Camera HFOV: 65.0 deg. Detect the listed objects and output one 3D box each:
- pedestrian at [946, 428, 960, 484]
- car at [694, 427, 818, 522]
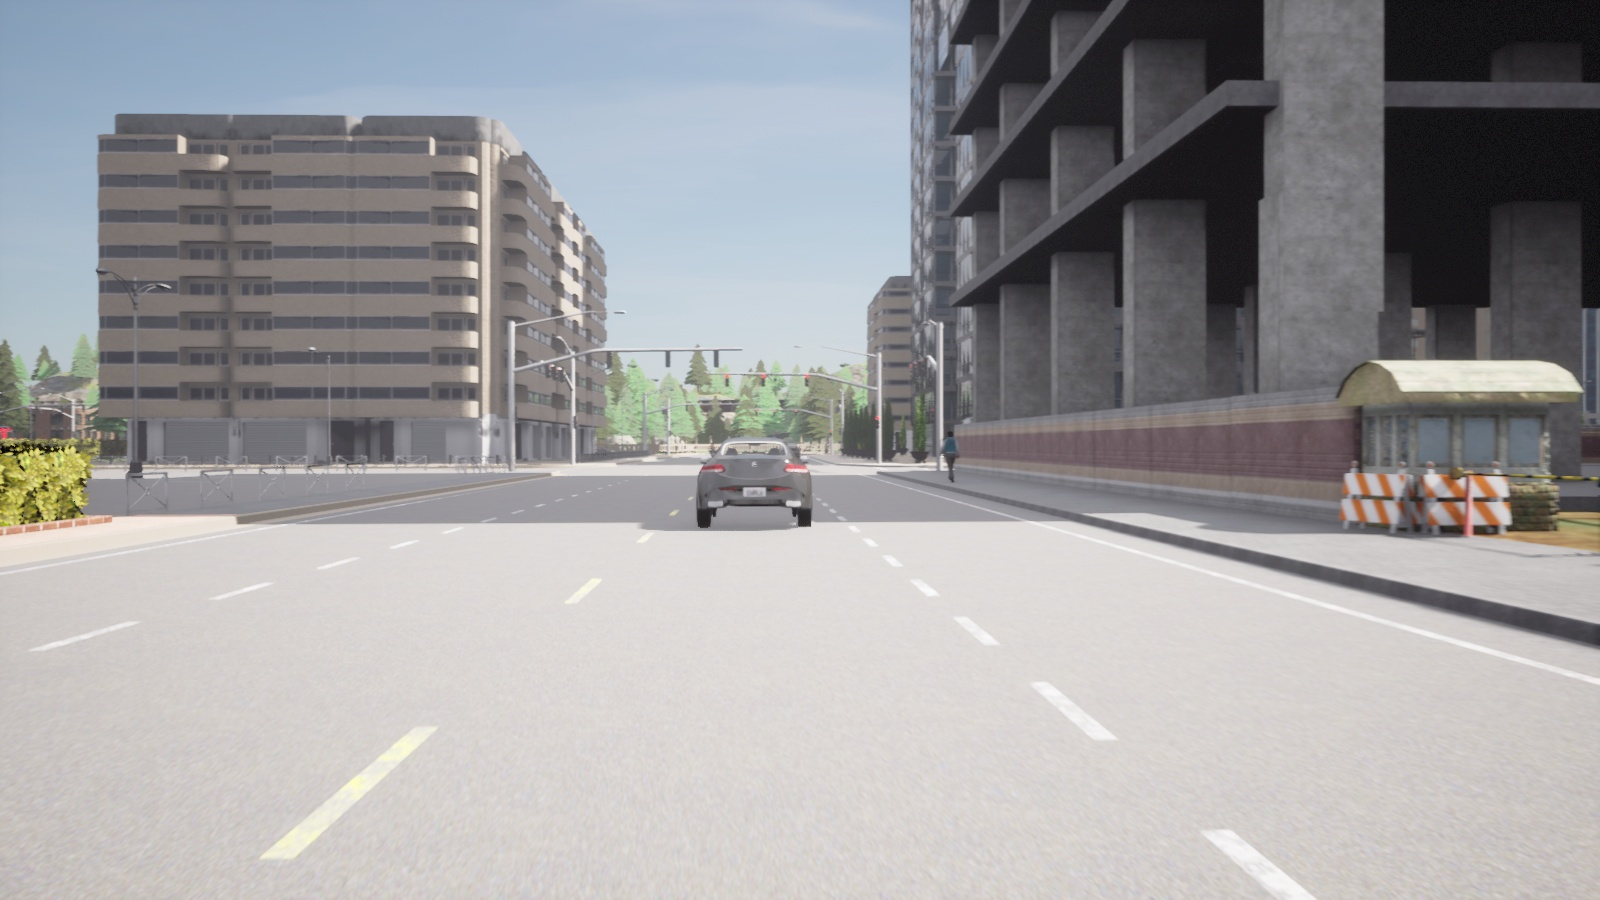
[{"bbox_3d":[5.339,0.200,43.823,0.396,1.930,0.692,0,0,-3],"label":"pedestrian"},{"bbox_3d":[-0.850,0.413,24.382,2.152,1.651,5.027,0,0,-2],"label":"car"}]
